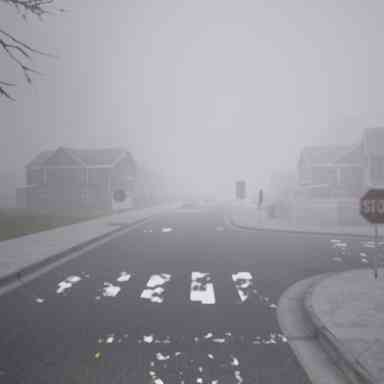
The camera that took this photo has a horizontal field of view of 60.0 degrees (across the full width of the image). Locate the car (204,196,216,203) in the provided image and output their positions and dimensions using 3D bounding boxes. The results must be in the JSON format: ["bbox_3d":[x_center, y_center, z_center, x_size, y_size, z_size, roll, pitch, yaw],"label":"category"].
[{"bbox_3d":[3.399,1.363,62.227,2.033,1.411,5.357,0,0,11],"label":"car"}]

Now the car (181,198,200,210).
[{"bbox_3d":[-0.070,1.415,41.306,2.033,1.411,5.357,0,0,8],"label":"car"}]
